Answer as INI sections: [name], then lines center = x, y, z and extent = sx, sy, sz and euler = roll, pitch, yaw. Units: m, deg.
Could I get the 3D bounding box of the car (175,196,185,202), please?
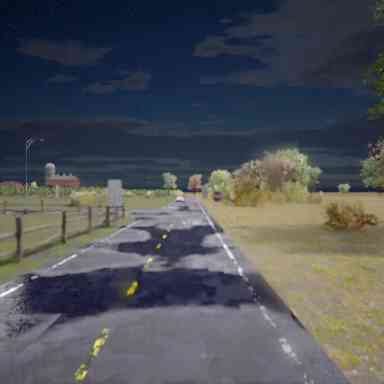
[car]
center = -2.762, 1.587, 75.555
extent = 1.812, 1.442, 4.674
euler = 0, 0, 0
